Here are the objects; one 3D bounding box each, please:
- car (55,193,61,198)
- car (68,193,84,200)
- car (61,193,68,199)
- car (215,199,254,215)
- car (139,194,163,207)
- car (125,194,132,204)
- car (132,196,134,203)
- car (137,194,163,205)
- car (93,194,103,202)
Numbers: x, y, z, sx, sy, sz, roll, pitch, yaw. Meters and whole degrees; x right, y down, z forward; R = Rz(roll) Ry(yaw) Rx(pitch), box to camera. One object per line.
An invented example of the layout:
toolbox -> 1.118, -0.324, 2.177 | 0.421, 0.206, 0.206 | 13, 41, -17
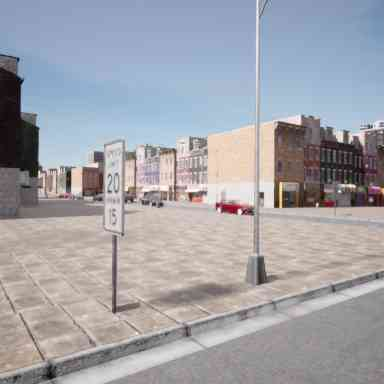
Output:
car -> -30.842, 0.893, 80.326 | 1.887, 1.381, 4.507 | 1, 0, -35
car -> -24.499, 0.966, 71.353 | 2.008, 1.369, 4.403 | 1, 0, -35
car -> -27.670, 0.925, 75.839 | 1.887, 1.381, 4.507 | 1, 0, -35
car -> 4.046, 1.368, 30.982 | 1.887, 1.381, 4.507 | 1, 0, -35
car -> -5.469, 1.230, 44.439 | 1.947, 1.339, 4.313 | 1, 0, -35
car -> -11.963, 1.047, 52.962 | 1.882, 1.535, 5.008 | 1, 0, -35
car -> -11.772, 1.074, 57.912 | 1.837, 1.490, 4.892 | 1, 0, -35
car -> -6.366, 1.149, 50.356 | 1.837, 1.490, 4.892 | 1, 0, -35
car -> -16.012, 1.041, 58.673 | 1.812, 1.442, 4.674 | 1, 0, -35
